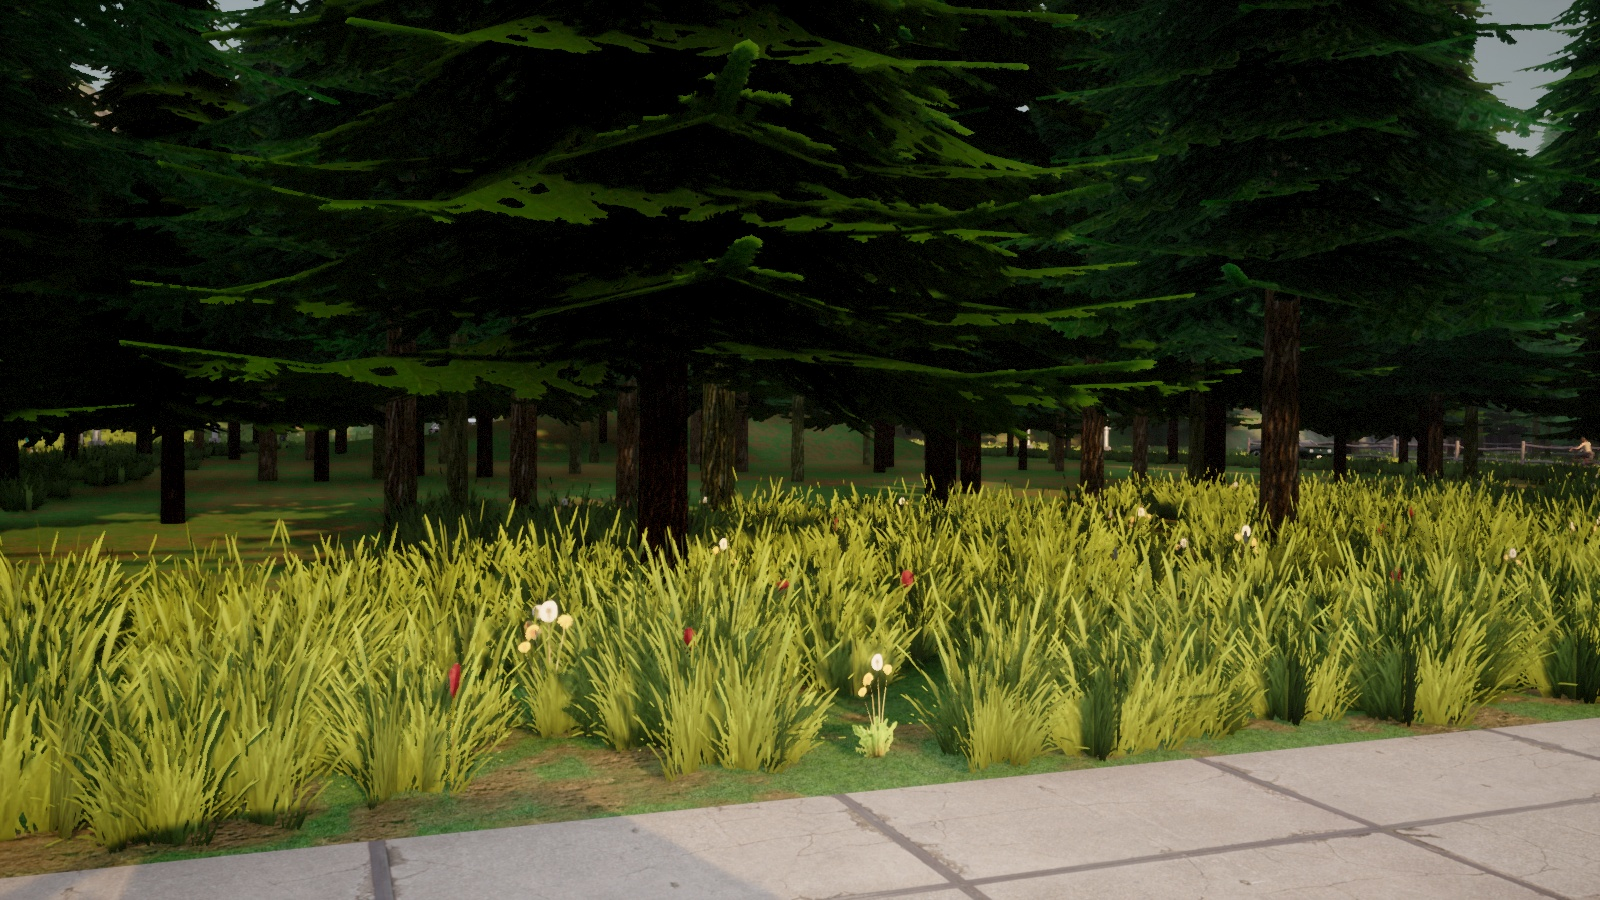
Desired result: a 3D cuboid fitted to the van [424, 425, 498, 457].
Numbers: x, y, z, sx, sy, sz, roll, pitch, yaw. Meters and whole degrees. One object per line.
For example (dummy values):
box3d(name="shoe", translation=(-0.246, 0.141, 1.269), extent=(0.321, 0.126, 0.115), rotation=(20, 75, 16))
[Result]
box3d(name="van", translation=(-22.832, -0.635, 84.594), extent=(4.480, 2.038, 2.069), rotation=(-1, 1, -24))

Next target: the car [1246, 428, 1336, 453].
box3d(name="car", translation=(26.716, -0.531, 68.480), extent=(1.895, 1.301, 4.718), rotation=(-1, 1, -20))
